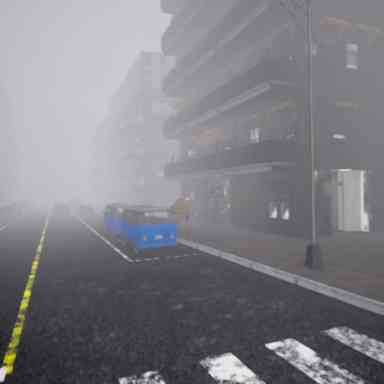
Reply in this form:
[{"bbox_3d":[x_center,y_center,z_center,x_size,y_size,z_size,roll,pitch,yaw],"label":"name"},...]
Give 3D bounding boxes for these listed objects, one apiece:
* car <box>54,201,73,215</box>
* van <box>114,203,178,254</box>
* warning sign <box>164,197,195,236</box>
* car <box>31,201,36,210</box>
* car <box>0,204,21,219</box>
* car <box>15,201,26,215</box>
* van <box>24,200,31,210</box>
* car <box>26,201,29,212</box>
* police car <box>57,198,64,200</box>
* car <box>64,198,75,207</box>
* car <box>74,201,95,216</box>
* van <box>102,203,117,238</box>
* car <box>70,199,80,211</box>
[{"bbox_3d":[-17.168,2.258,43.932,1.994,1.385,4.181,-1,0,-22],"label":"car"},{"bbox_3d":[-1.951,1.470,14.060,1.690,1.788,3.998,-2,0,-23],"label":"van"},{"bbox_3d":[-0.676,1.228,17.235,1.300,1.860,1.060,-1,0,-23],"label":"warning sign"},{"bbox_3d":[-31.200,2.484,62.590,2.192,1.841,5.009,-2,0,-23],"label":"car"},{"bbox_3d":[-20.413,2.323,36.740,1.802,1.307,4.206,-2,0,-23],"label":"car"},{"bbox_3d":[-22.569,2.267,41.911,1.967,1.590,4.097,-2,0,-23],"label":"car"},{"bbox_3d":[-26.875,2.339,52.255,1.690,1.788,3.998,-2,0,-23],"label":"van"},{"bbox_3d":[-24.716,2.463,47.083,2.008,1.369,4.403,-2,0,-23],"label":"car"},{"bbox_3d":[-31.551,2.702,80.339,1.930,1.638,5.238,-1,0,-22],"label":"police car"},{"bbox_3d":[-29.916,2.553,81.296,2.192,1.841,5.009,-2,0,-23],"label":"car"},{"bbox_3d":[-12.697,2.136,39.921,1.802,1.307,4.206,-2,0,-23],"label":"car"},{"bbox_3d":[-4.102,1.555,19.233,1.690,1.788,3.998,-2,0,-23],"label":"van"},{"bbox_3d":[-17.067,2.253,50.421,1.752,1.417,4.829,-2,0,-23],"label":"car"}]
